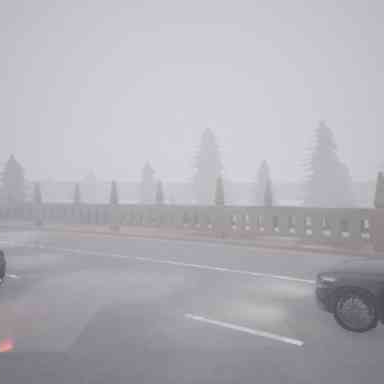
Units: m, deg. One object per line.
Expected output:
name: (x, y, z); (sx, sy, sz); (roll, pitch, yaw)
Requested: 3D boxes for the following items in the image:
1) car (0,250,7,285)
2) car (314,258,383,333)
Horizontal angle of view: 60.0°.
car: (-6.313, 1.530, 7.667); (4.892, 1.490, 1.837); (0, 0, 30)
car: (4.319, 1.488, 5.027); (4.674, 1.442, 1.812); (0, 0, 36)
